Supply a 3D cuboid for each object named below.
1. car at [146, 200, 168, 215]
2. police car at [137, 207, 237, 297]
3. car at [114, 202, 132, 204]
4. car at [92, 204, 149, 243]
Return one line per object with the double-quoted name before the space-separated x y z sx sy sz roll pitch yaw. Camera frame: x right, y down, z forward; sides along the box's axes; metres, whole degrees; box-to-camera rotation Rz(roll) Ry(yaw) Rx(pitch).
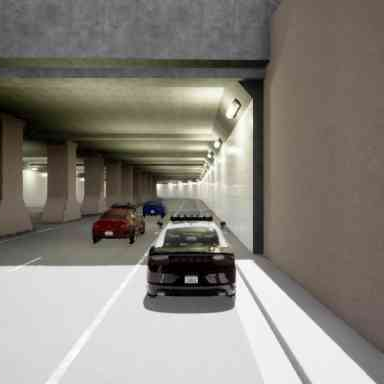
"car" -3.303 1.477 30.138 1.882 1.535 5.008 0 0 0
"police car" -0.012 1.425 8.760 1.930 1.638 5.238 0 0 0
"car" -6.798 1.601 33.032 1.895 1.301 4.718 0 0 0
"car" -3.401 1.525 15.904 1.812 1.442 4.674 0 0 0
